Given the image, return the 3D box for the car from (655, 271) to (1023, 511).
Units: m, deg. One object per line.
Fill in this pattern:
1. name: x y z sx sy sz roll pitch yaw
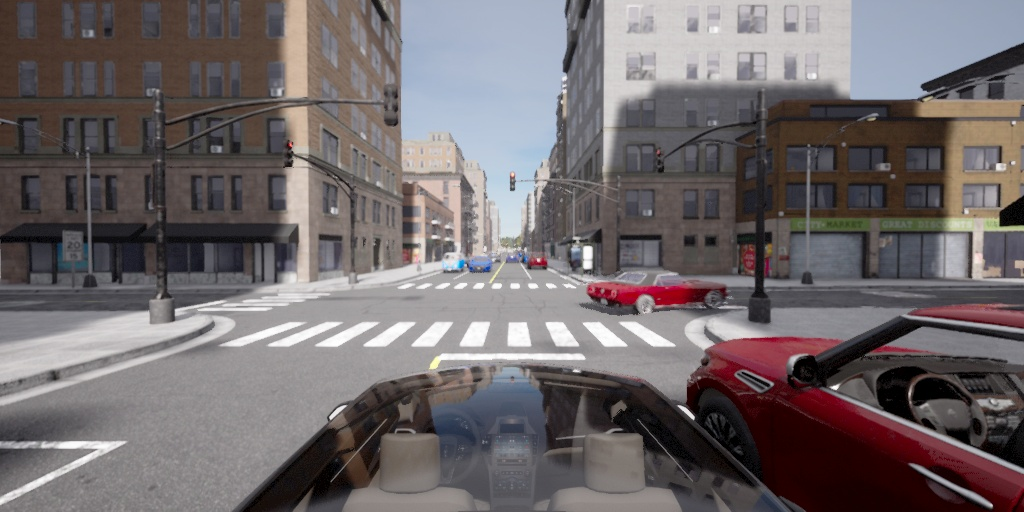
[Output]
1. car: 2.637 1.071 1.295 2.192 1.841 5.009 0 0 0

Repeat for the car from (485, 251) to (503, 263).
1. car: -2.790 0.372 58.111 2.128 1.511 4.902 0 1 1

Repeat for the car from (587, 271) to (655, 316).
1. car: 5.079 1.163 12.362 4.718 1.301 1.895 -1 1 -20

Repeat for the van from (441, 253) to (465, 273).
1. van: -5.408 0.605 33.255 1.690 1.789 3.998 0 0 0

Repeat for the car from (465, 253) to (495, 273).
1. car: -2.849 0.741 33.331 1.882 1.535 5.008 0 1 0

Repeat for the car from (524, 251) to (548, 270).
1. car: 2.704 0.496 38.662 2.192 1.841 5.009 0 0 0

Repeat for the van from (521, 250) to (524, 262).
1. van: 2.689 0.271 54.879 1.690 1.789 3.998 0 0 0

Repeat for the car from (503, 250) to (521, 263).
1. car: 0.048 0.235 57.984 2.097 1.767 4.553 0 1 1
